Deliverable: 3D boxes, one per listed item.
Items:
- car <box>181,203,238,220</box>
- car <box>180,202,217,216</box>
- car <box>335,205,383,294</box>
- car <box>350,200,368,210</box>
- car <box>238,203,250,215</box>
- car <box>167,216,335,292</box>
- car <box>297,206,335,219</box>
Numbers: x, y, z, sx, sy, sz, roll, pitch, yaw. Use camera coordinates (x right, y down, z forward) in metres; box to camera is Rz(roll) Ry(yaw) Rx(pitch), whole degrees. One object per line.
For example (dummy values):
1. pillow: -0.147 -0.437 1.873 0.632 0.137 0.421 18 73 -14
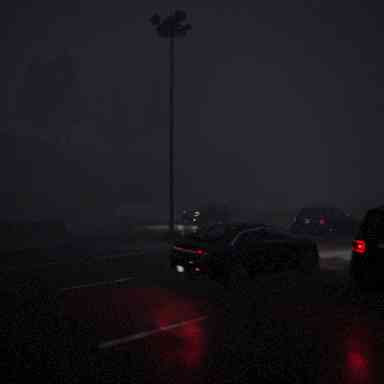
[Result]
1. car: 1.247 1.709 27.370 4.553 1.767 2.097 0 -1 -41
2. car: 0.806 2.064 41.146 4.674 1.442 1.812 0 -1 -44
3. car: 5.950 1.321 7.997 5.566 2.045 2.150 0 0 -39
4. car: 28.764 2.185 57.245 1.882 1.535 5.008 -1 -1 37
5. car: 5.212 2.050 40.557 4.674 1.442 1.812 1 -1 -44
6. car: 1.636 1.615 9.358 4.902 1.511 2.128 0 -1 -38
7. car: 7.570 1.586 18.615 4.553 1.767 2.097 1 -1 -41
